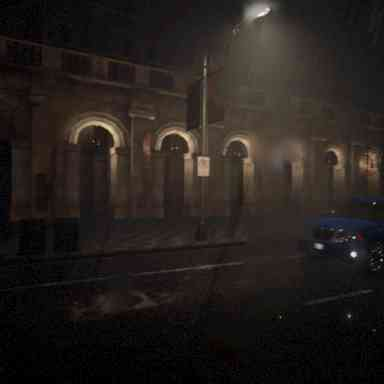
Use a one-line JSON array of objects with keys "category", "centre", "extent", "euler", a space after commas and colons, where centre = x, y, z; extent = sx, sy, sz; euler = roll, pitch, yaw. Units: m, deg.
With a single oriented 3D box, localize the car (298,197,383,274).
[{"category": "car", "centre": [6.010, 1.208, 10.728], "extent": [5.566, 2.045, 2.150], "euler": [1, 1, -29]}]
